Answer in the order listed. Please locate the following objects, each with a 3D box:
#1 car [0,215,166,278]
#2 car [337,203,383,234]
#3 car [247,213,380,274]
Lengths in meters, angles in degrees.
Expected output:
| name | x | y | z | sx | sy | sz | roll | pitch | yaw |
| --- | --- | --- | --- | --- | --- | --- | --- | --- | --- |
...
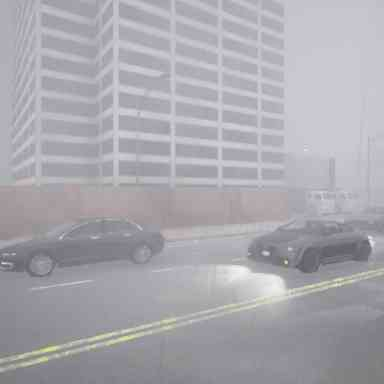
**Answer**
| name | x | y | z | sx | sy | sz | roll | pitch | yaw |
| --- | --- | --- | --- | --- | --- | --- | --- | --- | --- |
| car | -3.182 | 1.505 | 10.226 | 4.892 | 1.490 | 1.837 | 0 | 0 | -33 |
| car | 11.218 | 1.548 | 19.568 | 5.357 | 1.411 | 2.033 | 0 | 0 | -33 |
| car | 3.783 | 1.564 | 10.583 | 4.181 | 1.385 | 1.994 | 0 | 0 | -33 |
